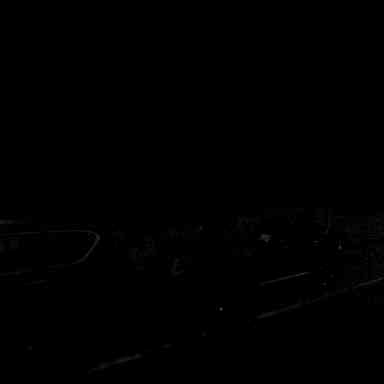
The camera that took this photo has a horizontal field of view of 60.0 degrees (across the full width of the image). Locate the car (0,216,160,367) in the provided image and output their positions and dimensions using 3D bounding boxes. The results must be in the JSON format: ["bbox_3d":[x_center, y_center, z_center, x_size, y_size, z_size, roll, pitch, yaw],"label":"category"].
[{"bbox_3d":[-3.181,1.315,4.262,5.009,1.841,2.192,0,0,-35],"label":"car"}]

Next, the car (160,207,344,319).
[{"bbox_3d":[1.416,1.308,7.530,5.009,1.841,2.192,0,0,-35],"label":"car"}]
